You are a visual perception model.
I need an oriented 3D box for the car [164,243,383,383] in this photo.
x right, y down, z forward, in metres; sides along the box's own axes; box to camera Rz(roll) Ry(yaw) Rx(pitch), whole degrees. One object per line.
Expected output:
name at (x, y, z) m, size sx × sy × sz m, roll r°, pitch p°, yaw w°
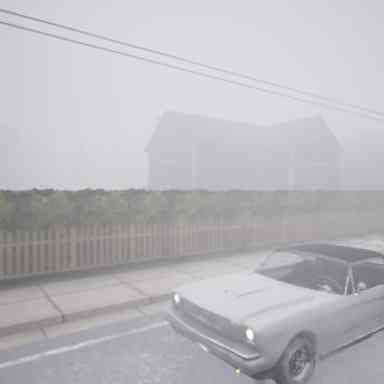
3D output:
car at (1.954, 1.592, 5.350) m, size 4.718 × 1.301 × 1.895 m, roll 0°, pitch 0°, yaw -35°
